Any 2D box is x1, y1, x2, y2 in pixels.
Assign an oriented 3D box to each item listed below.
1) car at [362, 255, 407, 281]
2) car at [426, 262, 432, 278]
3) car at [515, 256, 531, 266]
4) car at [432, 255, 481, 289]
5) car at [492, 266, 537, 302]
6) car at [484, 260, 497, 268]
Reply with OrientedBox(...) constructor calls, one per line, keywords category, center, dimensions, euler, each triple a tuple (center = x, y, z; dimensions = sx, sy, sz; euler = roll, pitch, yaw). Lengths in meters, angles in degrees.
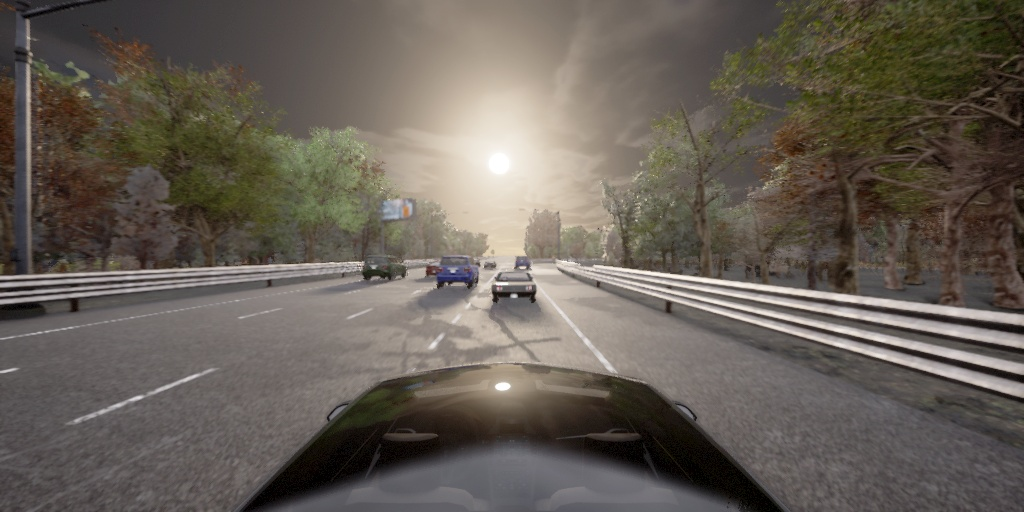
OrientedBox(category="car", center=(-10.422, 0.969, 29.712), dimensions=(2.150, 2.045, 5.566), euler=(0, 0, 0))
OrientedBox(category="car", center=(-6.925, 1.224, 34.498), dimensions=(1.882, 1.535, 5.008), euler=(0, 0, 0))
OrientedBox(category="car", center=(1.753, 0.970, 56.275), dimensions=(2.150, 2.045, 5.566), euler=(0, 0, 6))
OrientedBox(category="car", center=(-3.417, 0.970, 23.442), dimensions=(2.150, 2.045, 5.566), euler=(0, 0, 0))
OrientedBox(category="car", center=(0.089, 1.350, 16.964), dimensions=(1.895, 1.301, 4.718), euler=(0, 0, 0))
OrientedBox(category="car", center=(-3.445, 1.346, 58.280), dimensions=(1.895, 1.301, 4.718), euler=(0, 0, 0))
